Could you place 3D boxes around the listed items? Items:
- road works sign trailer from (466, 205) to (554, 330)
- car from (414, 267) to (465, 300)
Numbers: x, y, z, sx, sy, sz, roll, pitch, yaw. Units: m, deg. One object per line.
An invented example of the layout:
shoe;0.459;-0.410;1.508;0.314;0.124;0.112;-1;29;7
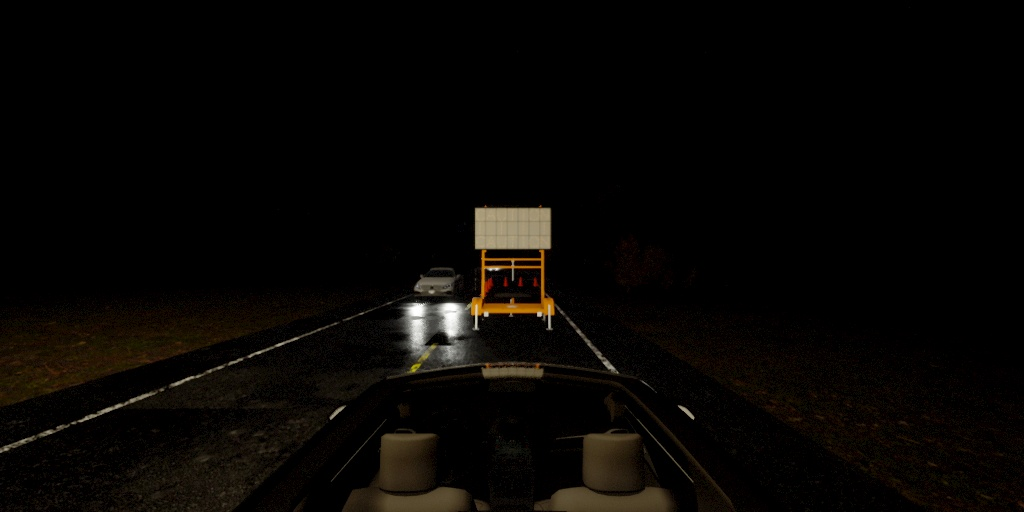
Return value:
road works sign trailer;0.029;0.219;11.140;2.380;3.560;2.880;0;0;0
car;-3.451;1.284;17.765;1.812;1.442;4.674;0;0;0
